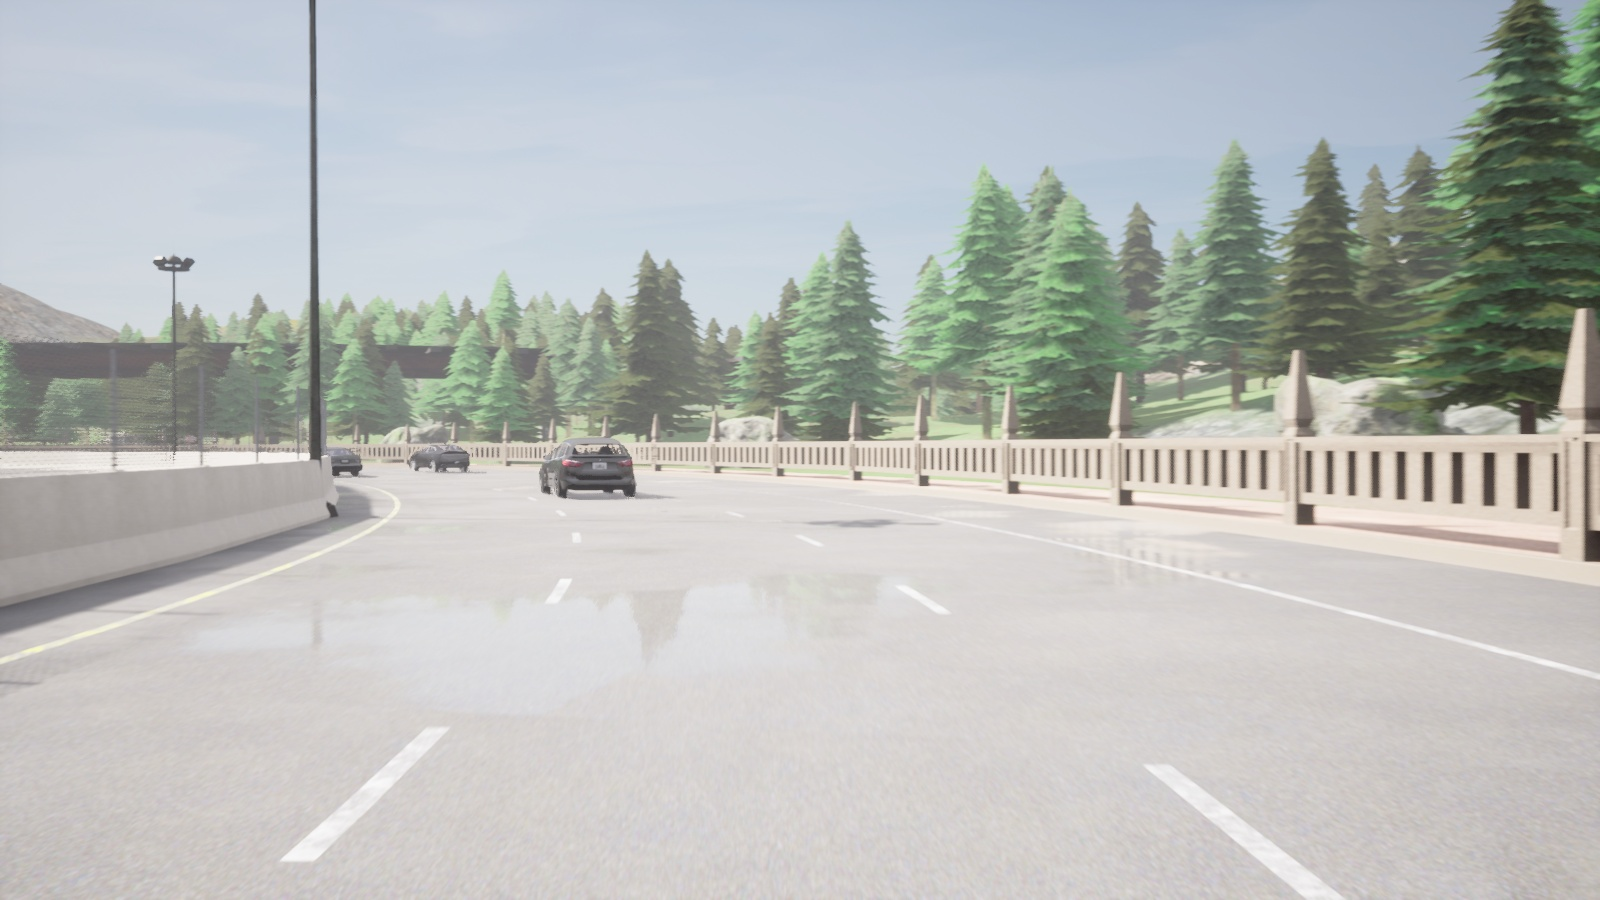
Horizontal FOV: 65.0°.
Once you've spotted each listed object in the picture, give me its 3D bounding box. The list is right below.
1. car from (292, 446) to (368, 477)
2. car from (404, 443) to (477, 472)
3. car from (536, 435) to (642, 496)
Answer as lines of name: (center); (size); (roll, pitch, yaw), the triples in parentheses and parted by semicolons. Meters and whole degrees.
car: (-22.634, 0.523, 60.389); (2.033, 1.411, 5.357); (0, 0, -36)
car: (-19.443, 0.382, 67.718); (2.128, 1.511, 4.902); (0, 0, -38)
car: (-6.213, 0.406, 36.459); (2.242, 1.667, 4.611); (0, 0, -20)
